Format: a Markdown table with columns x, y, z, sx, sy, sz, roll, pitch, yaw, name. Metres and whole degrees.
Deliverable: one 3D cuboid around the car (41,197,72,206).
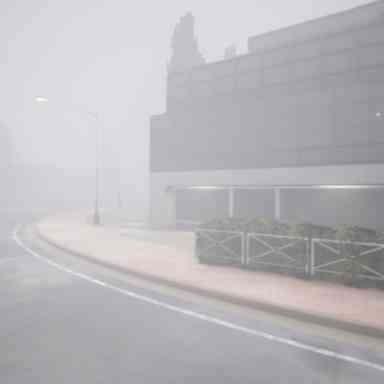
| x | y | z | sx | sy | sz | roll | pitch | yaw | name |
| --- | --- | --- | --- | --- | --- | --- | --- | --- | --- |
| -20.488 | 1.411 | 50.686 | 2.033 | 1.411 | 5.357 | 0 | 0 | 14 | car |
